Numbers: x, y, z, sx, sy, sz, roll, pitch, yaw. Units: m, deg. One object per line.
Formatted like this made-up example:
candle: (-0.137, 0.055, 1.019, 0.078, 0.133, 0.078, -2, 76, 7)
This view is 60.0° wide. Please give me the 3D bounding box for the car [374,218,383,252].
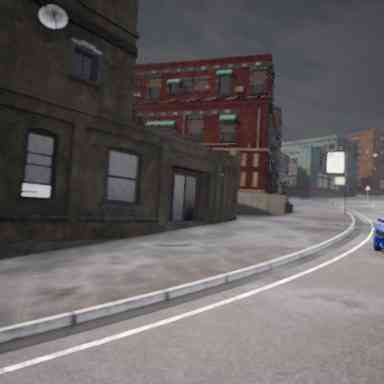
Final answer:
car: (8.532, 1.440, 13.055, 1.882, 1.535, 5.008, 1, 1, 37)
